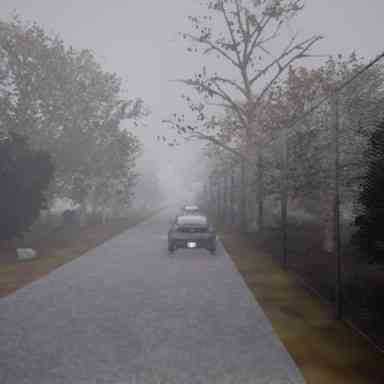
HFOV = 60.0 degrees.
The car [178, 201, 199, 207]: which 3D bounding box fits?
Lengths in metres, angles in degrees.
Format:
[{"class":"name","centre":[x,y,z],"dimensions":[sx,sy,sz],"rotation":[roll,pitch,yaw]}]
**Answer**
[{"class":"car","centre":[-0.047,1.806,29.380],"dimensions":[1.812,1.442,4.674],"rotation":[0,0,0]}]

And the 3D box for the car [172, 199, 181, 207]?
[{"class":"car","centre":[-3.084,2.287,71.048],"dimensions":[2.097,1.767,4.553],"rotation":[0,-1,-1]}]

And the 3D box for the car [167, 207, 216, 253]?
[{"class":"car","centre":[-0.006,1.645,14.313],"dimensions":[1.837,1.490,4.892],"rotation":[0,0,0]}]
